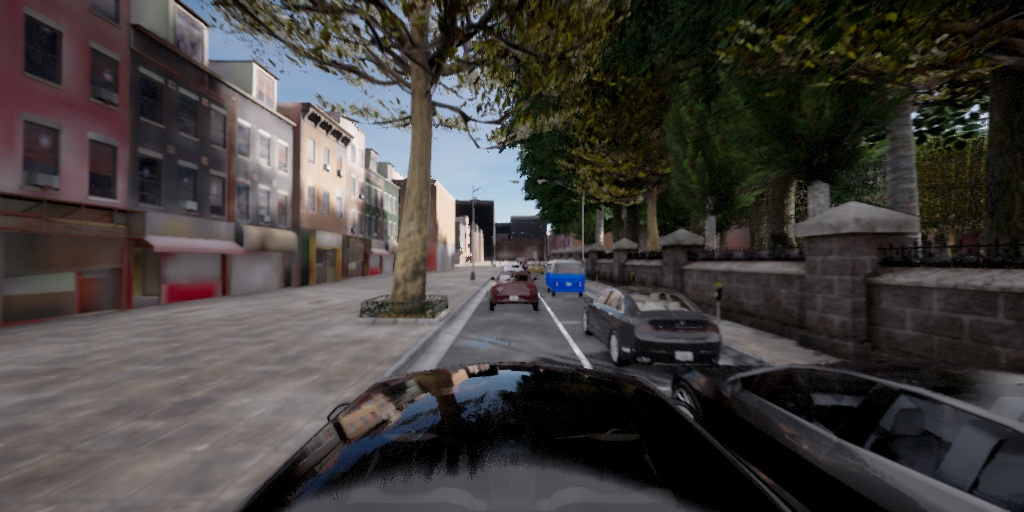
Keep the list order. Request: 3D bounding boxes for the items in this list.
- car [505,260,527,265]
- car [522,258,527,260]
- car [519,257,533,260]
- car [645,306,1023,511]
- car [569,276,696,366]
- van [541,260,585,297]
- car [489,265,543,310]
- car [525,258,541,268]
[{"bbox_3d":[0.085,1.286,29.750,1.812,1.442,4.674,0,0,0],"label":"car"},{"bbox_3d":[2.651,1.375,51.297,1.802,1.307,4.207,0,0,0],"label":"car"},{"bbox_3d":[2.653,1.120,56.746,2.192,1.841,5.009,0,0,0],"label":"car"},{"bbox_3d":[2.638,1.316,2.253,1.948,1.339,4.313,0,0,0],"label":"car"},{"bbox_3d":[2.640,1.300,7.702,2.007,1.370,4.403,0,0,0],"label":"car"},{"bbox_3d":[2.643,1.093,18.601,1.690,1.789,3.998,0,0,0],"label":"van"},{"bbox_3d":[0.076,1.276,14.616,1.812,1.442,4.674,0,0,0],"label":"car"},{"bbox_3d":[2.649,1.299,40.568,1.751,1.417,4.829,0,0,0],"label":"car"}]
